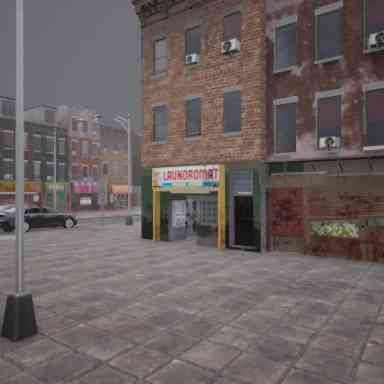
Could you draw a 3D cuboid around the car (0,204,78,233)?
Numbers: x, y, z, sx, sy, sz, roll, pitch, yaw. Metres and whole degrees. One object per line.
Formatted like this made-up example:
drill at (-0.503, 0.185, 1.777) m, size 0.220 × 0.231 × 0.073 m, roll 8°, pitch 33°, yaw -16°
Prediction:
car at (-9.283, 1.582, 20.178) m, size 1.837 × 1.490 × 4.892 m, roll 0°, pitch 0°, yaw 35°
